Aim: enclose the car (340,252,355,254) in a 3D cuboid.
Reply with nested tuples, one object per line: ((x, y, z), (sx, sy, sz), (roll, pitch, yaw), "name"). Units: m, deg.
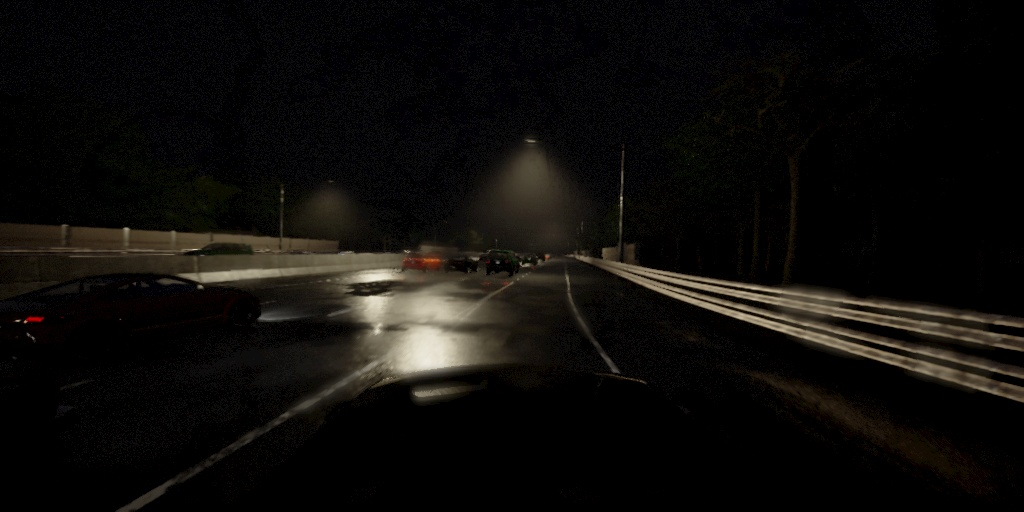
((-22.753, 0.084, 48.826), (1.895, 1.301, 4.718), (2, 1, 9), "car")

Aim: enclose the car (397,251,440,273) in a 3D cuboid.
((-7.644, 0.490, 30.809), (2.097, 1.767, 4.553), (2, 1, 8), "car")

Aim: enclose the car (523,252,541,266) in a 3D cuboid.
((2.694, 0.446, 53.429), (2.097, 1.767, 4.553), (2, 1, 8), "car")

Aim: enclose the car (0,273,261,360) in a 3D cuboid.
((-7.502, 1.039, 7.359), (1.994, 1.385, 4.181), (2, 1, 8), "car")

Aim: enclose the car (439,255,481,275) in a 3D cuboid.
((-4.175, 0.715, 30.368), (1.882, 1.535, 5.008), (2, 1, 8), "car")

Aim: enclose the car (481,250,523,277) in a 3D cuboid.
((-0.701, 0.557, 29.895), (2.150, 2.045, 5.566), (2, 1, 8), "car")

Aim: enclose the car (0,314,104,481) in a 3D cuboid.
((-4.892, 1.236, 0.954), (1.895, 1.301, 4.718), (2, 1, 8), "car")

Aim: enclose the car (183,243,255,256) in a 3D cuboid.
((-25.327, -0.115, 31.294), (2.150, 2.045, 5.566), (2, 1, 8), "car")

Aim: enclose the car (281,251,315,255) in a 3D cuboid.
((-18.400, 0.351, 30.386), (2.128, 1.511, 4.902), (2, 1, 8), "car")

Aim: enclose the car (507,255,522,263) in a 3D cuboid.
((0.456, 0.482, 62.434), (1.994, 1.385, 4.181), (2, 1, 8), "car")

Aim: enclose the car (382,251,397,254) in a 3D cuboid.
((-16.091, 0.260, 46.225), (1.994, 1.385, 4.181), (2, 1, 9), "car")
